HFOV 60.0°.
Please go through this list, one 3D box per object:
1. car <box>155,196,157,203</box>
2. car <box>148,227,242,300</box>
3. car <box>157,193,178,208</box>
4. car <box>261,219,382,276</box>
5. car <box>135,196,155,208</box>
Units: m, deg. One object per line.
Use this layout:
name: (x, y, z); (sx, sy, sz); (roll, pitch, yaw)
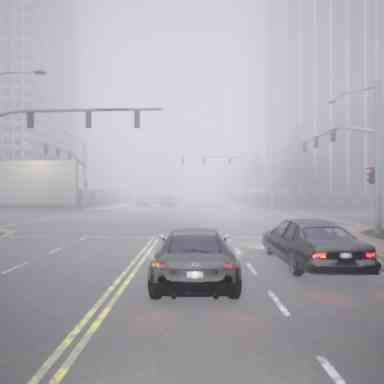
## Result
car: (-7.036, 1.514, 65.331); (2.128, 1.511, 4.902); (0, 0, 1)
car: (0.061, 1.567, 8.439); (1.994, 1.385, 4.181); (0, 0, 0)
car: (-3.587, 1.369, 49.402); (2.097, 1.767, 4.553); (0, 0, 0)
car: (3.581, 1.550, 10.324); (2.033, 1.411, 5.357); (0, 0, -1)
car: (-7.088, 1.580, 48.936); (1.994, 1.385, 4.181); (0, 0, 0)
